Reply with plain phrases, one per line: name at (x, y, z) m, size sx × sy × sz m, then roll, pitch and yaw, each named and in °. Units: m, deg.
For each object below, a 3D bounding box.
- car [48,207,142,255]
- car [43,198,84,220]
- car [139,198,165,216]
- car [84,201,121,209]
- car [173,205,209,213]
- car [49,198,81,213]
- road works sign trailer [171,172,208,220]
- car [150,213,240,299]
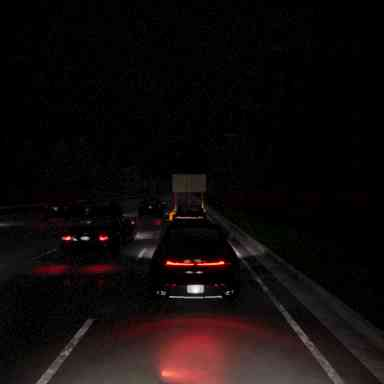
car at (-3.487, 1.547, 13.243) m, size 2.033 × 1.411 × 5.357 m, roll 0°, pitch 0°, yaw -1°
car at (-10.624, 1.352, 28.001) m, size 2.097 × 1.767 × 4.553 m, roll 0°, pitch 0°, yaw -1°
car at (-3.657, 1.351, 31.027) m, size 2.097 × 1.767 × 4.553 m, roll 0°, pitch 0°, yaw -1°
car at (-7.123, 1.478, 27.839) m, size 1.882 × 1.535 × 5.008 m, roll 0°, pitch -1°, yaw -1°
car at (-0.073, 1.488, 18.816) m, size 2.128 × 1.511 × 4.902 m, roll 0°, pitch 0°, yaw 1°
car at (-14.211, 1.503, 37.509) m, size 1.837 × 1.490 × 4.892 m, roll 0°, pitch 0°, yaw -1°
road works sign trailer at (-0.191, 0.464, 22.687) m, size 2.380 × 3.560 × 2.880 m, roll 0°, pitch 0°, yaw -3°
car at (0.045, 1.505, 8.427) m, size 1.837 × 1.490 × 4.892 m, roll 0°, pitch 0°, yaw 0°
